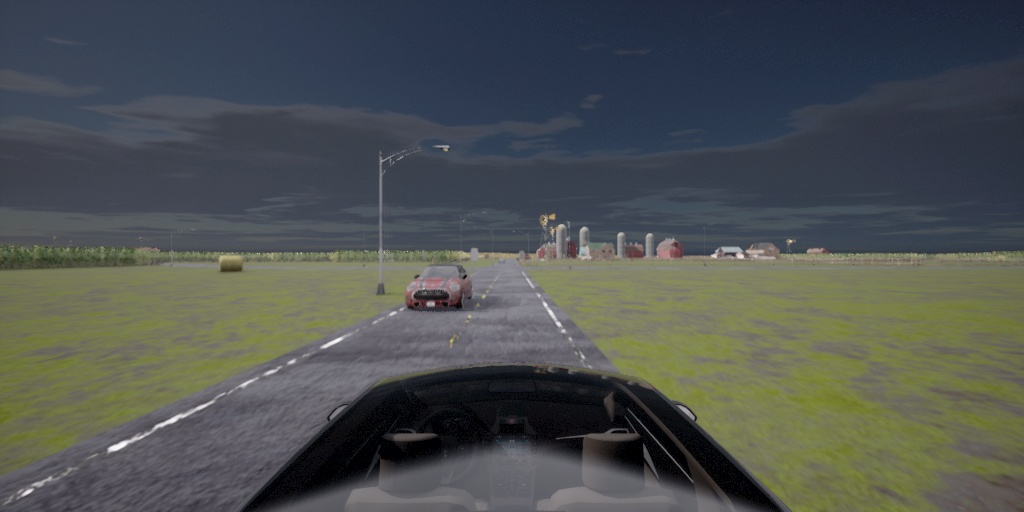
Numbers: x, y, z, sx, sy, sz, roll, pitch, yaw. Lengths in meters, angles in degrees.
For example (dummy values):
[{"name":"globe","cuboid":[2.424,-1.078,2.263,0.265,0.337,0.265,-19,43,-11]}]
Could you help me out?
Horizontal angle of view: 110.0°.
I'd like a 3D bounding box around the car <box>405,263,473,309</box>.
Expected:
[{"name":"car","cuboid":[-2.859,1.105,14.875,2.097,1.767,4.553,0,0,0]}]
